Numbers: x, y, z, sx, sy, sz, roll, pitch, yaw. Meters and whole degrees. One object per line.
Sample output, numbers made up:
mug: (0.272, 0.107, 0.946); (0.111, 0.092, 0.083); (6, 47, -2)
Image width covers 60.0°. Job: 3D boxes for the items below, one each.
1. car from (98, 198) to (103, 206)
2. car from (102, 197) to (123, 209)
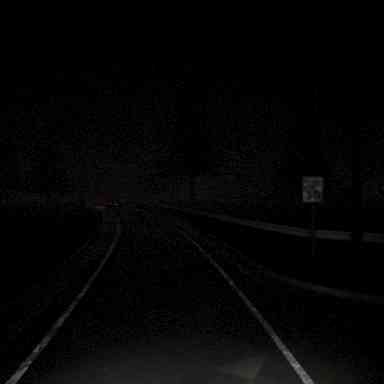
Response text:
car: (-14.533, 1.628, 55.407); (1.812, 1.442, 4.674); (0, 0, -22)
car: (-10.803, 1.643, 46.189); (1.994, 1.385, 4.181); (0, 0, -22)
